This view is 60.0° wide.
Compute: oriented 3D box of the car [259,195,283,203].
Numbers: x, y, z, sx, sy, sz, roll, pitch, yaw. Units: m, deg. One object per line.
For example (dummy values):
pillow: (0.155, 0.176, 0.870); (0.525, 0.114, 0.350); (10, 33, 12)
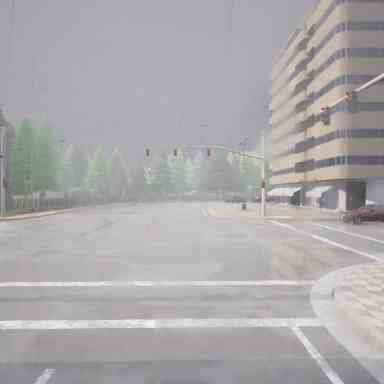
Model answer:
car: (17.537, 1.525, 73.805); (4.902, 1.511, 2.128); (0, 0, -23)

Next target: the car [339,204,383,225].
car: (13.161, 1.581, 24.155); (4.674, 1.442, 1.812); (0, 0, -1)

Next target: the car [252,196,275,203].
car: (14.187, 1.525, 67.903); (4.674, 1.442, 1.812); (0, 0, -34)

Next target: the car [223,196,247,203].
car: (8.874, 1.547, 68.199); (5.357, 1.411, 2.033); (0, 0, -38)
